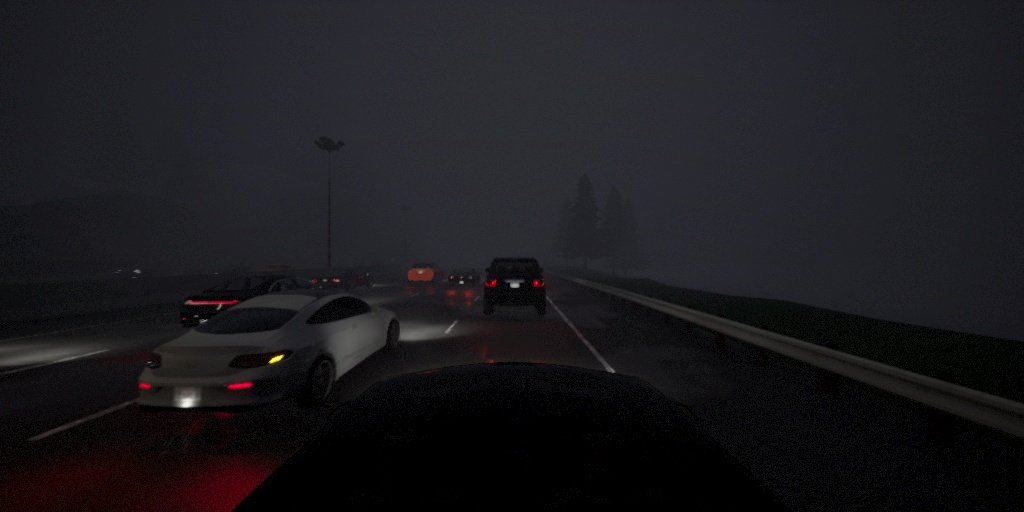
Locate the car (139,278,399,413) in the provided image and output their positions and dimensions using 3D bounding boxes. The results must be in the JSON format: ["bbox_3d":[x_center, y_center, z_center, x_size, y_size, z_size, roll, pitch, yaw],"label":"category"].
[{"bbox_3d":[-3.423,1.302,6.105,1.812,1.442,4.674,0,0,0],"label":"car"}]

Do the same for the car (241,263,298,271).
[{"bbox_3d":[-21.182,1.411,32.029,1.882,1.535,5.008,0,-1,-1],"label":"car"}]

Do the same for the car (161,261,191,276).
[{"bbox_3d":[-28.180,1.429,32.487,2.128,1.511,4.902,0,0,-1],"label":"car"}]

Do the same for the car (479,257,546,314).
[{"bbox_3d":[0.097,1.048,14.259,2.150,2.045,5.566,0,0,0],"label":"car"}]

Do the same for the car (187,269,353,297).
[{"bbox_3d":[-6.912,1.297,10.527,2.128,1.511,4.902,0,0,0],"label":"car"}]

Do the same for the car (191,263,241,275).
[{"bbox_3d":[-24.669,1.423,31.399,2.128,1.511,4.902,0,-1,-1],"label":"car"}]

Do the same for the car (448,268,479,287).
[{"bbox_3d":[-3.409,1.500,26.441,1.895,1.301,4.718,0,0,0],"label":"car"}]

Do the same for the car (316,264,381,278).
[{"bbox_3d":[-10.418,1.423,22.493,2.033,1.411,5.357,0,0,0],"label":"car"}]

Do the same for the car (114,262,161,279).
[{"bbox_3d":[-31.660,1.283,31.374,2.097,1.767,4.553,0,0,-1],"label":"car"}]

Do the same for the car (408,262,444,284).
[{"bbox_3d":[-6.922,1.267,29.227,2.097,1.767,4.553,0,0,0],"label":"car"}]
